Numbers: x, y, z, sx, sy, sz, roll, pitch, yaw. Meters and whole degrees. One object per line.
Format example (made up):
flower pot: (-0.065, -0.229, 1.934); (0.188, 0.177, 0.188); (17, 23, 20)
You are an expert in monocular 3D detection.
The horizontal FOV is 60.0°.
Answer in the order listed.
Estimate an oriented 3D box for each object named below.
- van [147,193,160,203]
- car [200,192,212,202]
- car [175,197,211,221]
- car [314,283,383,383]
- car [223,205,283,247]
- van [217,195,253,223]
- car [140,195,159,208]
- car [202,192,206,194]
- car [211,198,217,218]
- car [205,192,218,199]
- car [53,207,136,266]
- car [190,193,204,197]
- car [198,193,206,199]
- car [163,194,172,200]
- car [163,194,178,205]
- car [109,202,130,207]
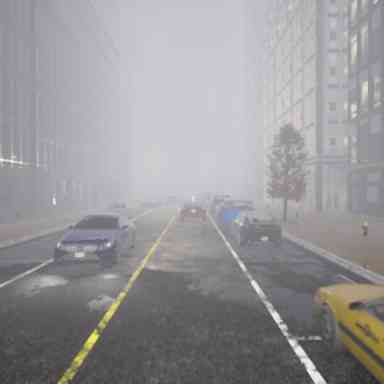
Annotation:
van: (-5.681, 1.092, 48.672); (1.690, 1.788, 3.998); (0, 0, 0)
car: (2.703, 0.964, 65.759); (2.192, 1.841, 5.009); (0, 0, 0)
car: (0.102, 1.382, 25.866); (2.163, 1.488, 4.792); (0, 0, 0)
car: (2.689, 1.511, 3.260); (1.752, 1.417, 4.829); (0, 0, 0)
car: (2.692, 1.487, 14.486); (2.008, 1.369, 4.403); (0, 0, 0)
van: (2.693, 1.250, 20.182); (1.690, 1.788, 3.998); (0, 0, 0)
car: (-5.682, 1.365, 42.974); (1.802, 1.307, 4.206); (0, 0, 0)
car: (2.699, 1.066, 48.669); (2.192, 1.841, 5.009); (0, 0, 0)
car: (2.695, 1.423, 25.881); (1.887, 1.381, 4.507); (0, 0, 0)
car: (2.696, 1.162, 31.577); (2.192, 1.841, 5.009); (0, 0, 0)
car: (-3.098, 1.475, 11.518); (1.812, 1.442, 4.674); (0, 0, 0)
car: (0.108, 1.292, 42.069); (2.163, 1.488, 4.792); (0, 0, 0)
car: (2.708, 1.036, 88.552); (1.887, 1.381, 4.507); (0, 0, 0)
car: (-5.675, 1.139, 77.160); (1.947, 1.339, 4.313); (0, 0, 0)
car: (-3.067, 1.237, 51.994); (1.837, 1.490, 4.892); (0, 0, 0)
car: (-5.686, 1.460, 25.884); (1.802, 1.307, 4.206); (0, 0, 0)
